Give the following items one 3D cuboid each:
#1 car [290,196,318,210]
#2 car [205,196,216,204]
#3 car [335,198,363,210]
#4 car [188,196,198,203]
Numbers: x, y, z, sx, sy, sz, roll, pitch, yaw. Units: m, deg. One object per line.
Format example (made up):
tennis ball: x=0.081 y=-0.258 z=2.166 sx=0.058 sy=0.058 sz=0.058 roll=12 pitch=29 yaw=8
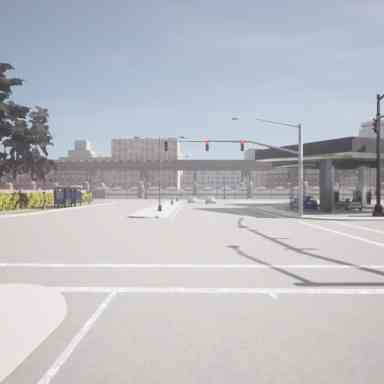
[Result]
car: x=13.265 y=1.295 z=39.698 sx=2.242 sy=1.667 sz=4.611 roll=0 pitch=0 yaw=0
car: x=3.588 y=1.525 z=64.386 sx=1.812 sy=1.442 sz=4.674 roll=0 pitch=0 yaw=0
car: x=19.011 y=1.456 z=40.452 sx=1.970 sy=1.475 sz=3.806 roll=0 pitch=0 yaw=0
car: x=0.195 y=1.525 z=66.171 sx=1.812 sy=1.442 sz=4.674 roll=0 pitch=0 yaw=0
